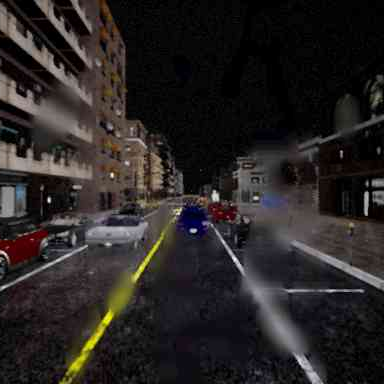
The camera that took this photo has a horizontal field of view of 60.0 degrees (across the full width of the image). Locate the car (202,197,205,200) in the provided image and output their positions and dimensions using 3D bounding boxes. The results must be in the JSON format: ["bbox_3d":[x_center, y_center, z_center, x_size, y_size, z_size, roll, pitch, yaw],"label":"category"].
[{"bbox_3d":[2.585,1.786,43.858,1.752,1.417,4.829,0,0,0],"label":"car"}]

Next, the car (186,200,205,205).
[{"bbox_3d":[0.024,1.756,33.266,1.994,1.385,4.181,0,0,0],"label":"car"}]

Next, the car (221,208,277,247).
[{"bbox_3d":[2.651,1.635,15.205,2.008,1.369,4.403,0,0,0],"label":"car"}]

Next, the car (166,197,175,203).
[{"bbox_3d":[-5.895,2.118,87.520,2.008,1.369,4.403,0,0,0],"label":"car"}]

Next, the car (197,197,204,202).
[{"bbox_3d":[2.473,2.194,93.248,1.802,1.307,4.206,0,0,0],"label":"car"}]

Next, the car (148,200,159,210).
[{"bbox_3d":[-5.808,1.822,49.200,1.752,1.417,4.829,0,0,0],"label":"car"}]

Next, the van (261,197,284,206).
[{"bbox_3d":[14.521,1.778,60.178,3.998,1.788,1.690,0,0,-1],"label":"van"}]

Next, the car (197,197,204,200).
[{"bbox_3d":[2.498,1.965,81.856,1.967,1.590,4.097,0,0,0],"label":"car"}]

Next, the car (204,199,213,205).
[{"bbox_3d":[2.598,1.767,37.990,1.887,1.381,4.507,0,0,0],"label":"car"}]

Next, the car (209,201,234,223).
[{"bbox_3d":[2.624,1.696,26.597,1.887,1.381,4.507,0,0,0],"label":"car"}]

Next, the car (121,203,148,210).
[{"bbox_3d":[-5.769,1.752,32.280,1.947,1.339,4.313,0,0,0],"label":"car"}]

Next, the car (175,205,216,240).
[{"bbox_3d":[0.059,1.624,17.614,1.812,1.442,4.674,0,0,0],"label":"car"}]

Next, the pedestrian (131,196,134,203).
[{"bbox_3d":[-12.792,1.514,71.237,0.375,1.860,0.375,0,0,-1],"label":"pedestrian"}]

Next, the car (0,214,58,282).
[{"bbox_3d":[-5.718,1.492,9.494,1.967,1.590,4.097,0,0,0],"label":"car"}]

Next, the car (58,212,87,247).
[{"bbox_3d":[-5.730,1.635,15.190,2.008,1.369,4.403,0,0,0],"label":"car"}]

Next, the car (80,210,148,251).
[{"bbox_3d":[-3.136,1.682,14.695,1.895,1.301,4.718,0,0,0],"label":"car"}]
